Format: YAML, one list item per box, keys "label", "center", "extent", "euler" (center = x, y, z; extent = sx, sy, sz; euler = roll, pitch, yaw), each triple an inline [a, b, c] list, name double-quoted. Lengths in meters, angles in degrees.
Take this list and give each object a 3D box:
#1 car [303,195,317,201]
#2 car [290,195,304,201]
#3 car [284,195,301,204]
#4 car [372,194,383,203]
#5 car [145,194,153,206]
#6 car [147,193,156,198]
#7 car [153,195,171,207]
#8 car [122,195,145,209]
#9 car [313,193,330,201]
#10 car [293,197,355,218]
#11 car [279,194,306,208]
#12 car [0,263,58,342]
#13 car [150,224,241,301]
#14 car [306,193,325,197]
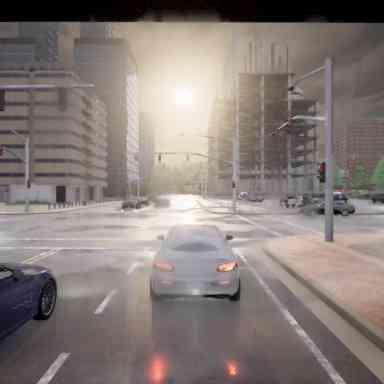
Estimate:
- label: "car"
  center: [27.194, 1.364, 76.840]
  extent: [1.784, 1.438, 3.905]
  euler: [0, 0, 0]
- label: "car"
  center: [24.299, 1.395, 76.827]
  extent: [1.970, 1.475, 3.806]
  euler: [0, 0, 0]
- label: "car"
  center: [18.599, 1.395, 61.700]
  extent: [1.970, 1.475, 3.806]
  euler: [0, 0, 0]
- label: "car"
  center: [35.496, 1.153, 61.866]
  extent: [1.932, 1.855, 4.605]
  euler: [0, 0, 0]
- label: "car"
  center: [-8.148, 1.478, 55.261]
  extent: [1.882, 1.535, 5.008]
  euler: [0, 0, 0]
- label: "car"
  center: [-8.183, 1.221, 65.841]
  extent: [2.150, 2.045, 5.566]
  euler: [0, 0, -1]
- label: "car"
  center: [-4.448, 1.564, 51.976]
  extent: [1.994, 1.385, 4.181]
  euler: [0, 0, 0]
- label: "car"
  center: [-8.074, 1.352, 44.810]
  extent: [2.097, 1.767, 4.553]
  euler: [0, 0, 0]
- label: "car"
  center: [29.877, 1.153, 76.902]
  extent: [1.932, 1.855, 4.605]
  euler: [0, 0, 0]
- label: "car"
  center: [12.107, 1.491, 30.027]
  extent: [4.902, 1.511, 2.128]
  euler: [0, 0, 0]
- label: "car"
  center: [13.077, 1.153, 44.262]
  extent: [1.932, 1.855, 4.605]
  euler: [0, 0, 0]
- label: "car"
  center: [-3.441, 1.526, 4.346]
  extent: [1.812, 1.442, 4.674]
  euler: [0, 0, 0]
- label: "car"
  center: [0.073, 1.526, 8.220]
  extent: [1.812, 1.442, 4.674]
  euler: [0, 0, 0]
- label: "car"
  center: [15.972, 1.156, 44.221]
  extent: [1.905, 1.878, 3.866]
  euler: [0, 0, 0]
